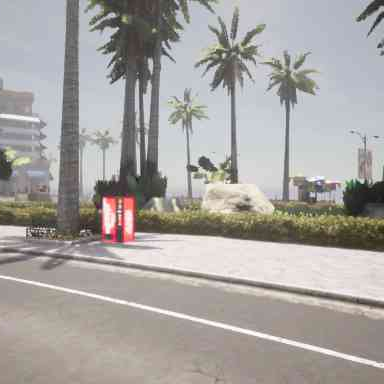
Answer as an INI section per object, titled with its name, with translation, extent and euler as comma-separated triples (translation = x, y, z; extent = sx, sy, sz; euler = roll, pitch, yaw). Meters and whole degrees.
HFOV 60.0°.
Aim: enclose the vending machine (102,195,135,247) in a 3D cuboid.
[vending machine]
translation = -3.134, 1.195, 14.185
extent = 0.880, 2.100, 1.100
euler = 0, 0, 27
